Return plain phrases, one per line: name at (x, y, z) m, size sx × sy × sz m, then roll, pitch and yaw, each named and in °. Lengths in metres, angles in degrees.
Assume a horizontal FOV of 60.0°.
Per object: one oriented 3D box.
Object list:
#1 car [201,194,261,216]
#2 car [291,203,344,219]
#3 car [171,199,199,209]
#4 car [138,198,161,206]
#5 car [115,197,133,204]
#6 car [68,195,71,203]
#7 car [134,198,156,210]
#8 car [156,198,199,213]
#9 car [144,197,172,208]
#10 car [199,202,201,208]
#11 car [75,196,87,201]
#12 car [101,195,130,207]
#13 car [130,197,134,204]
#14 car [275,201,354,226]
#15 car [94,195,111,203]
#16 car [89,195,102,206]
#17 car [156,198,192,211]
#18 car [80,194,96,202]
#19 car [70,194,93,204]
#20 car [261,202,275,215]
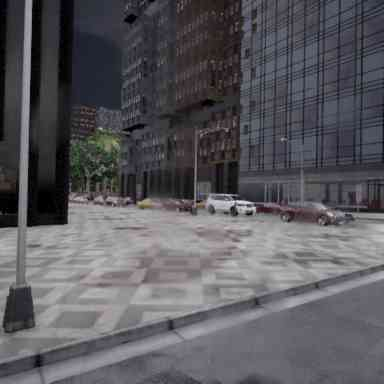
car at (3.657, 1.224, 32.413) m, size 2.150 × 2.045 × 5.566 m, roll 2°, pitch -1°, yaw -35°
car at (11.692, 1.718, 31.221) m, size 1.947 × 1.339 × 4.313 m, roll 2°, pitch -1°, yaw -36°
car at (-1.057, 1.716, 49.086) m, size 2.008 × 1.369 × 4.403 m, roll 2°, pitch -1°, yaw -36°
car at (-7.432, 1.719, 58.019) m, size 2.008 × 1.369 × 4.403 m, roll 2°, pitch -1°, yaw -36°
car at (-13.807, 1.734, 66.951) m, size 1.947 × 1.339 × 4.313 m, roll 2°, pitch -1°, yaw -36°
car at (-23.935, 1.385, 66.477) m, size 1.967 × 1.590 × 4.097 m, roll 2°, pitch -1°, yaw -36°
car at (-4.710, 1.464, 39.535) m, size 1.752 × 1.417 × 4.829 m, roll 2°, pitch -1°, yaw -36°
car at (-1.622, 1.480, 35.207) m, size 1.887 × 1.381 × 4.507 m, roll 2°, pitch -1°, yaw -36°
car at (-5.223, 1.587, 50.243) m, size 2.128 × 1.511 × 4.902 m, roll 2°, pitch -1°, yaw -35°
car at (2.032, 1.687, 44.759) m, size 1.752 × 1.417 × 4.829 m, roll 2°, pitch -1°, yaw -36°
car at (-29.841, 1.692, 89.420) m, size 1.752 × 1.417 × 4.829 m, roll 2°, pitch -1°, yaw -36°
car at (-11.183, 1.385, 48.609) m, size 1.967 × 1.590 × 4.097 m, roll 2°, pitch -1°, yaw -36°
car at (-11.301, 1.622, 58.687) m, size 1.812 × 1.442 × 4.674 m, roll 2°, pitch -1°, yaw -36°
car at (7.926, 1.366, 21.834) m, size 1.967 × 1.590 × 4.097 m, roll 2°, pitch -1°, yaw -37°
car at (-20.354, 1.511, 75.487) m, size 2.097 × 1.767 × 4.553 m, roll 2°, pitch -1°, yaw -36°
car at (-14.374, 1.528, 53.074) m, size 1.802 × 1.307 × 4.206 m, roll 2°, pitch -1°, yaw -36°
car at (-2.252, 1.500, 40.694) m, size 2.128 × 1.511 × 4.902 m, roll 2°, pitch -1°, yaw -35°
car at (-26.551, 1.482, 84.818) m, size 2.192 × 1.841 × 5.009 m, roll 2°, pitch -1°, yaw -36°
car at (-20.650, 1.471, 61.871) m, size 1.752 × 1.417 × 4.829 m, roll 2°, pitch -1°, yaw -36°
car at (8.504, 1.737, 35.687) m, size 1.802 × 1.307 × 4.206 m, roll 2°, pitch -1°, yaw -36°
